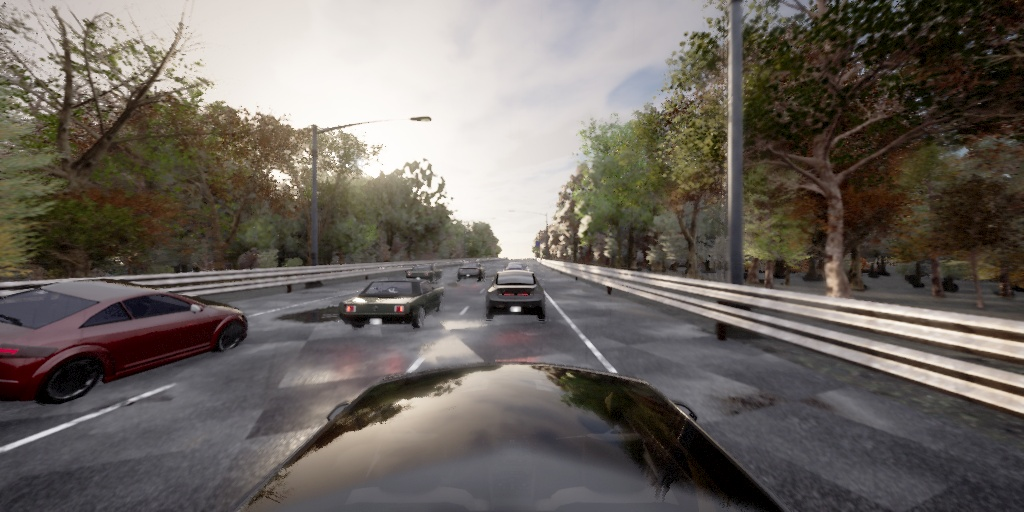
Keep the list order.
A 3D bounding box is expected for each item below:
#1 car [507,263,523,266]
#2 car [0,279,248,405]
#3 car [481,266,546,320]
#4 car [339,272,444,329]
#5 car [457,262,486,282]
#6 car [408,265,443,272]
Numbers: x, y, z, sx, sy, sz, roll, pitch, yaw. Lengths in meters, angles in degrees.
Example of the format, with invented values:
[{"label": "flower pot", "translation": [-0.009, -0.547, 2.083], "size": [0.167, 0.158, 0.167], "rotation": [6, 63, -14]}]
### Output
[{"label": "car", "translation": [0.275, 1.282, 30.758], "size": [1.812, 1.442, 4.674], "rotation": [0, 0, 1]}, {"label": "car", "translation": [-6.814, 1.165, 6.305], "size": [1.994, 1.385, 4.181], "rotation": [12, 0, 0]}, {"label": "car", "translation": [0.115, 1.258, 12.566], "size": [1.837, 1.490, 4.892], "rotation": [0, 0, 0]}, {"label": "car", "translation": [-3.397, 1.353, 11.193], "size": [1.895, 1.301, 4.718], "rotation": [0, 0, 0]}, {"label": "car", "translation": [-3.247, 1.248, 29.212], "size": [2.128, 1.511, 4.902], "rotation": [0, 0, 1]}, {"label": "car", "translation": [-6.767, 1.358, 28.253], "size": [1.895, 1.301, 4.718], "rotation": [0, 0, 1]}]
